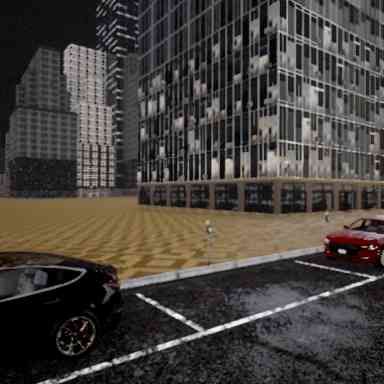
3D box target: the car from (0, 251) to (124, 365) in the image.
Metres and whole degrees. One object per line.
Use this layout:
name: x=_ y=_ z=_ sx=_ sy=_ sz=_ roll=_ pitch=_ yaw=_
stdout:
car: x=-3.043 y=1.567 z=4.378 sx=4.313 sy=1.339 sz=1.947 roll=0 pitch=1 yaw=-36

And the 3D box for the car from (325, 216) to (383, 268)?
car: x=6.197 y=1.467 z=10.970 sx=4.507 sy=1.381 sz=1.887 roll=-1 pitch=1 yaw=-36
